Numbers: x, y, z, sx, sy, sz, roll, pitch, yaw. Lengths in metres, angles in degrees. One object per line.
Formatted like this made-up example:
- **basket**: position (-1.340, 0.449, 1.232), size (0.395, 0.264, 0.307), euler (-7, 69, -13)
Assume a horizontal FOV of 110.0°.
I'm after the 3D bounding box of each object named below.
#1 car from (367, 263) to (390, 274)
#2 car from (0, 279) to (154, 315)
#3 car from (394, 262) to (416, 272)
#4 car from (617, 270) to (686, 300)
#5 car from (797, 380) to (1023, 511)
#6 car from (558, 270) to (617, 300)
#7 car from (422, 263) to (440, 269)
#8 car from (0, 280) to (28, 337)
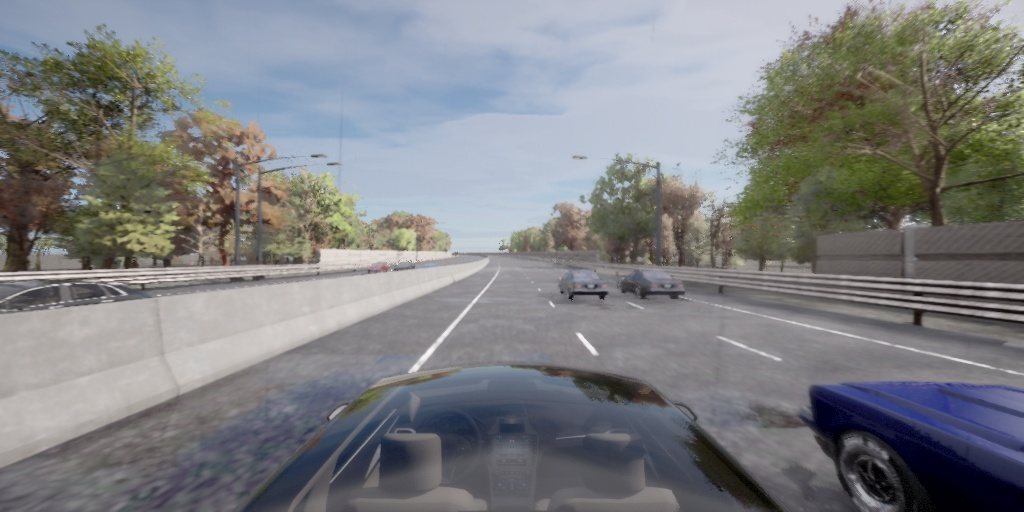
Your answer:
- **car**: position (-17.778, 1.610, 48.017), size (1.812, 1.442, 4.674), euler (0, 0, 0)
- **car**: position (-10.600, 1.305, 7.706), size (1.837, 1.490, 4.892), euler (0, 0, 0)
- **car**: position (-14.282, 1.561, 48.070), size (1.882, 1.535, 5.008), euler (0, 0, -1)
- **car**: position (7.100, 1.435, 18.864), size (2.033, 1.411, 5.357), euler (0, 0, 0)
- **car**: position (3.597, 1.346, 1.174), size (1.895, 1.301, 4.718), euler (0, 0, 0)
- **car**: position (3.600, 1.435, 18.803), size (2.033, 1.411, 5.357), euler (0, 0, 0)
- **car**: position (-10.783, 1.609, 48.190), size (1.812, 1.442, 4.674), euler (0, 0, -1)
- **car**: position (-14.100, 1.343, 7.005), size (2.033, 1.411, 5.357), euler (0, 0, 0)
